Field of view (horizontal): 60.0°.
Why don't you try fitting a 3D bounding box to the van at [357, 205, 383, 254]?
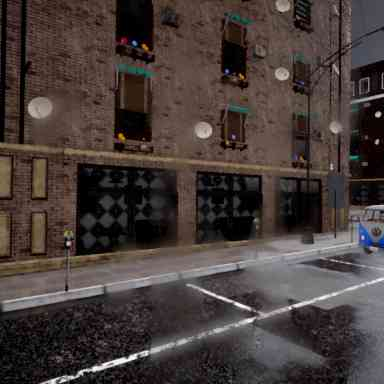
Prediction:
[{"bbox_3d":[7.671,1.345,12.104,3.998,1.788,1.690,0,1,-35],"label":"van"}]
